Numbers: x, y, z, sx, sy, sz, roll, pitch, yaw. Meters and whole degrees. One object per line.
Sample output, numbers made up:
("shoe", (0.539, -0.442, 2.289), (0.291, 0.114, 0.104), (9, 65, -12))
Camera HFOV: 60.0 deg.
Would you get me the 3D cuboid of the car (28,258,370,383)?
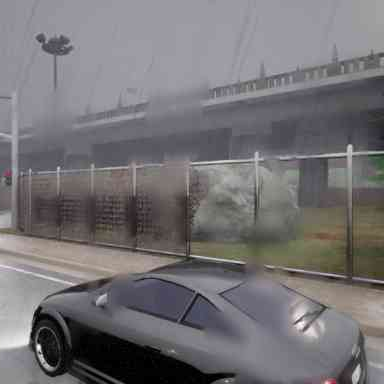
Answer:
("car", (-0.173, 1.564, 4.114), (4.181, 1.385, 1.994), (0, 0, 36))
